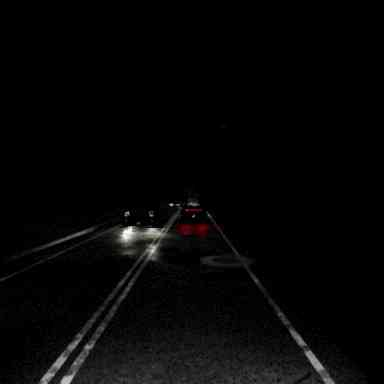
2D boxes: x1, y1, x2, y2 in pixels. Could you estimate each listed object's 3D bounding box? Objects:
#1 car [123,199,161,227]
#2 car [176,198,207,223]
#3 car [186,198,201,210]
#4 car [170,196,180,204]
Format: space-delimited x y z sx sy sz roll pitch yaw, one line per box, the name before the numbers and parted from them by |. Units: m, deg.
car | -3.326 1.360 22.840 2.097 1.767 4.553 0 0 0
car | 0.126 1.499 25.933 2.128 1.511 4.902 0 0 0
car | 0.147 1.530 42.978 1.812 1.442 4.674 0 0 0
car | -3.195 1.543 63.246 2.033 1.411 5.357 0 0 1
